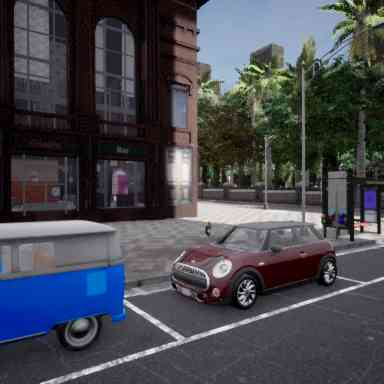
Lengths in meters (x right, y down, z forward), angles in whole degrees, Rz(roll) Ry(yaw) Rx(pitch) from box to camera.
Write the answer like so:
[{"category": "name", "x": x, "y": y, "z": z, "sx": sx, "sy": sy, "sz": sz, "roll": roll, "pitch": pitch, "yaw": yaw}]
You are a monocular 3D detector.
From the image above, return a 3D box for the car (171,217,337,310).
[{"category": "car", "x": 1.500, "y": 1.439, "z": 7.723, "sx": 4.097, "sy": 1.590, "sz": 1.967, "roll": 0, "pitch": 0, "yaw": -35}]

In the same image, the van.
[{"category": "van", "x": -2.918, "y": 1.341, "z": 4.573, "sx": 3.998, "sy": 1.788, "sz": 1.690, "roll": 0, "pitch": 0, "yaw": -35}]
